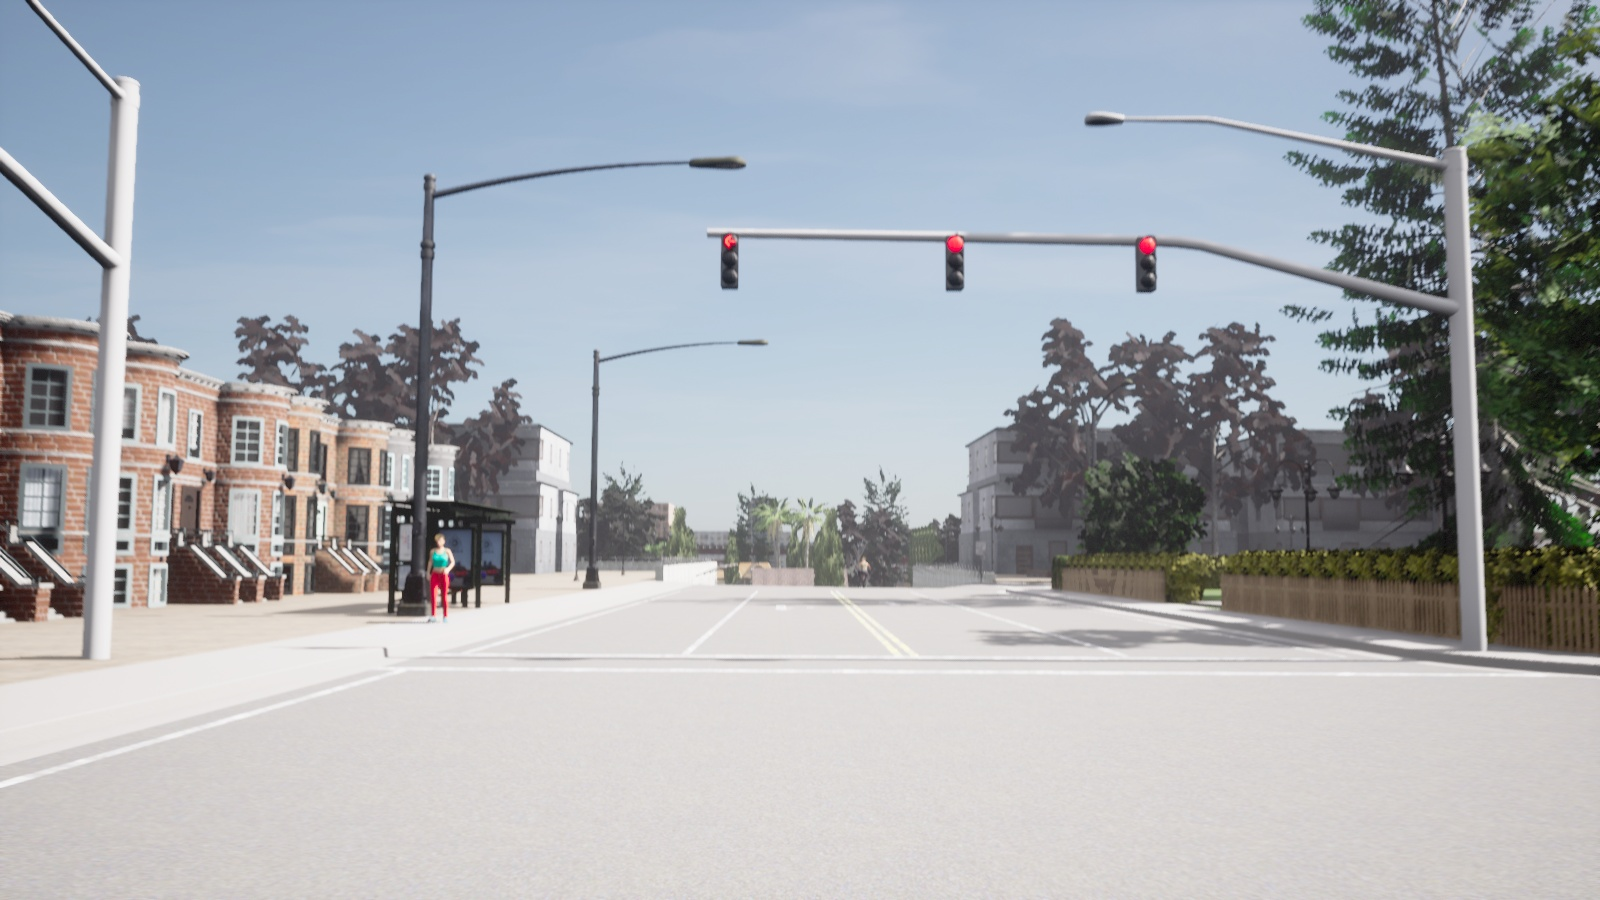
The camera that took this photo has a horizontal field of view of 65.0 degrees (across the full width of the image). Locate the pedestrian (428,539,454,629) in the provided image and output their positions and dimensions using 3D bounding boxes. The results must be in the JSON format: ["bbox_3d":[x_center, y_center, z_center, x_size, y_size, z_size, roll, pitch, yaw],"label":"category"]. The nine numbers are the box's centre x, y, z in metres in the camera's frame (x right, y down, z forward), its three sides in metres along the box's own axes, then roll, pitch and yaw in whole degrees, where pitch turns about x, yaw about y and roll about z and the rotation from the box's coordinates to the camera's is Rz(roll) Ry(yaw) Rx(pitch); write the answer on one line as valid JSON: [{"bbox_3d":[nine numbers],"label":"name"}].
[{"bbox_3d":[-7.403,2.759,25.914,0.345,1.836,0.594,0,-5,-2],"label":"pedestrian"}]
